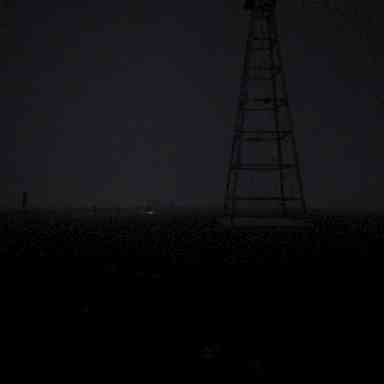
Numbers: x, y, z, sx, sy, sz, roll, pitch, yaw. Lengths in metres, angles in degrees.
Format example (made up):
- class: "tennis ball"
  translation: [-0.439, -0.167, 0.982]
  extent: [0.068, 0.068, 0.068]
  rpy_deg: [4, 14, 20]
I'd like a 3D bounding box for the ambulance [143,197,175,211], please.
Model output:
- class: "ambulance"
  translation: [-5.719, 2.076, 57.480]
  extent: [2.351, 2.431, 6.366]
  rpy_deg: [0, -1, 35]
